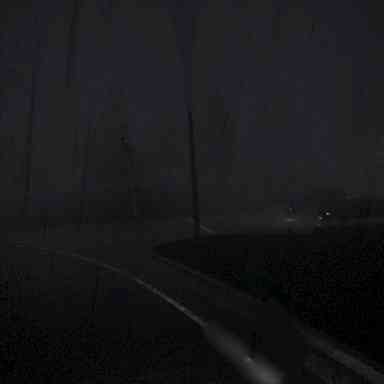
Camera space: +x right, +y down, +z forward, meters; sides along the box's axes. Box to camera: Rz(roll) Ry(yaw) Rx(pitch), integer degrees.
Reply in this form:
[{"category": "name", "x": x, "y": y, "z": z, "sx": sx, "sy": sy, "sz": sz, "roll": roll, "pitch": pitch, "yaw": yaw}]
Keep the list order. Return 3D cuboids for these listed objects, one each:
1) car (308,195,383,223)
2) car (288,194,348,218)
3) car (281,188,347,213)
[{"category": "car", "x": 10.448, "y": 1.049, "z": 20.646, "sx": 5.357, "sy": 1.411, "sz": 2.033, "roll": -3, "pitch": 0, "yaw": -7}, {"category": "car", "x": 9.579, "y": 1.142, "z": 24.066, "sx": 4.181, "sy": 1.385, "sz": 1.994, "roll": -4, "pitch": 0, "yaw": -7}, {"category": "car", "x": 10.239, "y": 0.784, "z": 27.652, "sx": 5.566, "sy": 2.045, "sz": 2.150, "roll": -3, "pitch": 0, "yaw": -6}]
